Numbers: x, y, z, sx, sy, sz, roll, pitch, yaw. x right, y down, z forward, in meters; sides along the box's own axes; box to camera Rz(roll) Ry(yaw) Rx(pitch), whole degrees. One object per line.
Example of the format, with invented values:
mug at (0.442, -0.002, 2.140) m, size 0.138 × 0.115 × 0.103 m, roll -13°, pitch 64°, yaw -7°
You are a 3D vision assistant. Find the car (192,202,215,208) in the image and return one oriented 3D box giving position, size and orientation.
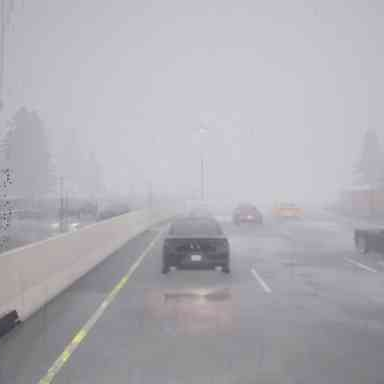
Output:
car at (0.961, 1.596, 29.256) m, size 1.812 × 1.442 × 4.674 m, roll 0°, pitch 0°, yaw 7°

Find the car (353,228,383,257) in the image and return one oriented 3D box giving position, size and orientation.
car at (7.106, 1.631, 10.672) m, size 1.895 × 1.301 × 4.718 m, roll 0°, pitch 0°, yaw 0°

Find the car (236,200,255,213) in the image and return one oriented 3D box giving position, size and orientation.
car at (6.503, 1.701, 40.144) m, size 1.895 × 1.301 × 4.718 m, roll 0°, pitch 0°, yaw 13°

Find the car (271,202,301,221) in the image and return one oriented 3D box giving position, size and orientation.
car at (7.862, 1.550, 28.162) m, size 1.882 × 1.535 × 5.008 m, roll 0°, pitch 0°, yaw 7°

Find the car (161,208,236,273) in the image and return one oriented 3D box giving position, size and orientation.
car at (0.105, 1.504, 10.822) m, size 1.882 × 1.535 × 5.008 m, roll 0°, pitch 0°, yaw 0°

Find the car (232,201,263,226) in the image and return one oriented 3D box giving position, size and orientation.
car at (3.985, 1.624, 24.234) m, size 1.994 × 1.385 × 4.181 m, roll 0°, pitch 0°, yaw 4°
